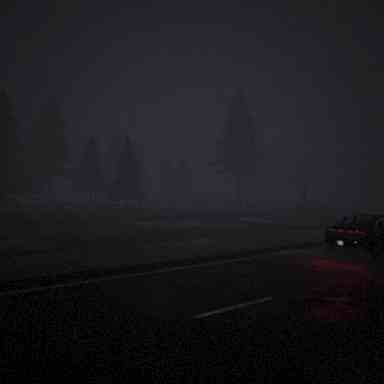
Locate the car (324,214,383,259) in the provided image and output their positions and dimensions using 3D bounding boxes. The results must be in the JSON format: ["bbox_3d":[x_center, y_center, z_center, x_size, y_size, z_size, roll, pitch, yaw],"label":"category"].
[{"bbox_3d":[7.329,1.642,13.378,4.902,1.511,2.128,1,0,-35],"label":"car"}]
